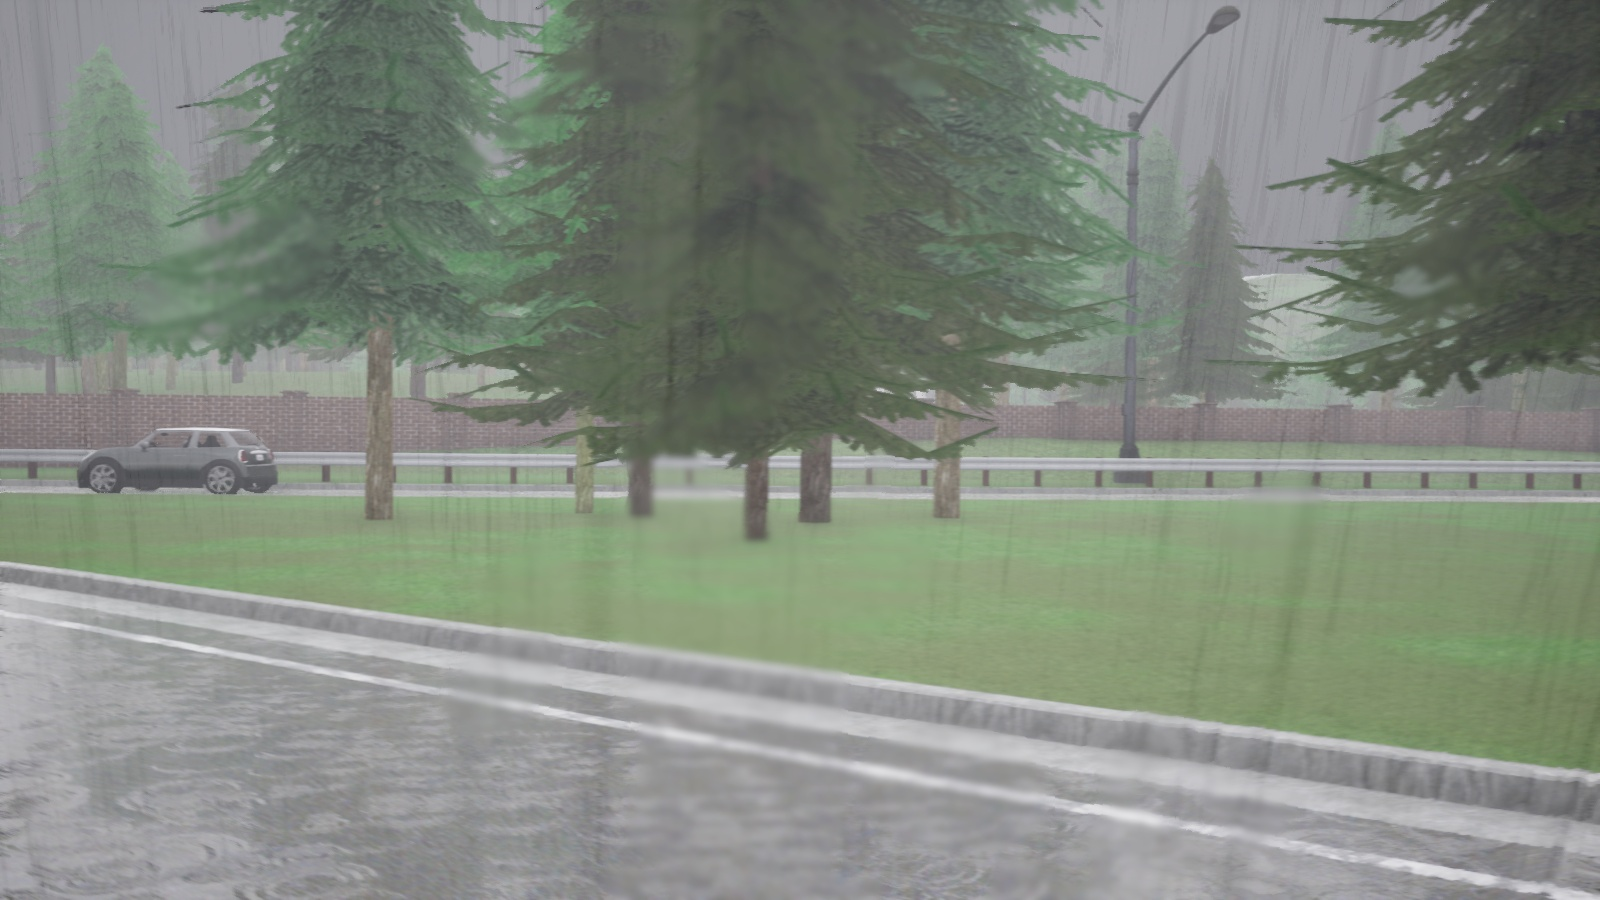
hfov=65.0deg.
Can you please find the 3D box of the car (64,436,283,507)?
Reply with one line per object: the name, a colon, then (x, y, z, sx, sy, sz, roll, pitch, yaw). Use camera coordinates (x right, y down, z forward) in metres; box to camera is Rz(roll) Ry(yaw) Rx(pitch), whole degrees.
car: (-13.690, 0.445, 27.594, 3.806, 1.475, 1.970, -1, 1, 1)
